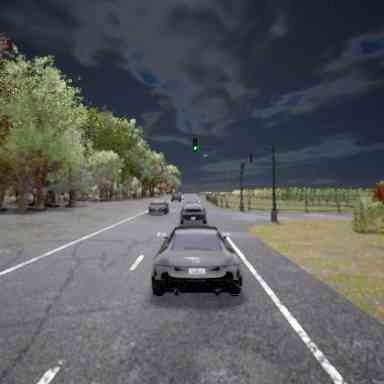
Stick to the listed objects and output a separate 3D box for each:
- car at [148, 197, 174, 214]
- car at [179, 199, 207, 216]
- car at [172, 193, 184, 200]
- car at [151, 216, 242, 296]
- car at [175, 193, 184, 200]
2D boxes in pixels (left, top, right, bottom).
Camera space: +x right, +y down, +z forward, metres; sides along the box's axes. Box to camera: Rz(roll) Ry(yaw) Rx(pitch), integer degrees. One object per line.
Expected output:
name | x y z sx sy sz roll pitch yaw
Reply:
car | -3.407 1.504 34.845 2.128 1.511 4.902 0 0 0
car | 0.095 1.516 25.174 1.837 1.490 4.892 0 0 0
car | -3.505 1.236 76.305 2.150 2.045 5.566 0 0 0
car | 0.101 1.568 8.719 1.994 1.385 4.181 0 0 0
car | -3.521 1.235 95.001 2.150 2.045 5.566 0 0 0
